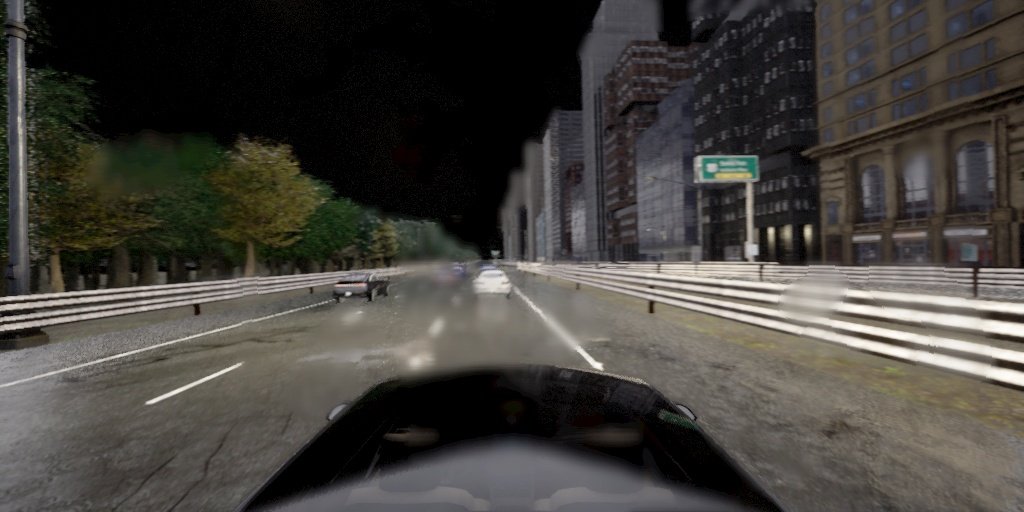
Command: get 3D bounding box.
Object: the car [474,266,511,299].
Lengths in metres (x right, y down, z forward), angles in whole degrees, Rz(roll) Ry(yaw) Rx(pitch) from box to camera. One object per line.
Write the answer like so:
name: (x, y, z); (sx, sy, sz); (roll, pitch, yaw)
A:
car: (-1.082, 1.514, 19.852); (1.812, 1.442, 4.674); (-1, 0, -4)

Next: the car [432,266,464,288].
car: (-5.219, 1.752, 28.666); (2.033, 1.411, 5.357); (-1, -1, -5)

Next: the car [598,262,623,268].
car: (13.307, 1.573, 47.890); (1.837, 1.490, 4.892); (-1, -1, -22)

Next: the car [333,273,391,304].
car: (-8.089, 1.665, 19.735); (2.128, 1.511, 4.902); (-1, -1, -4)

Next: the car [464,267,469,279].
car: (-6.234, 1.929, 42.620); (1.812, 1.442, 4.674); (-1, -1, -4)

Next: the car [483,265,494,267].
car: (-2.393, 1.721, 37.998); (1.882, 1.535, 5.008); (-1, -1, -4)
